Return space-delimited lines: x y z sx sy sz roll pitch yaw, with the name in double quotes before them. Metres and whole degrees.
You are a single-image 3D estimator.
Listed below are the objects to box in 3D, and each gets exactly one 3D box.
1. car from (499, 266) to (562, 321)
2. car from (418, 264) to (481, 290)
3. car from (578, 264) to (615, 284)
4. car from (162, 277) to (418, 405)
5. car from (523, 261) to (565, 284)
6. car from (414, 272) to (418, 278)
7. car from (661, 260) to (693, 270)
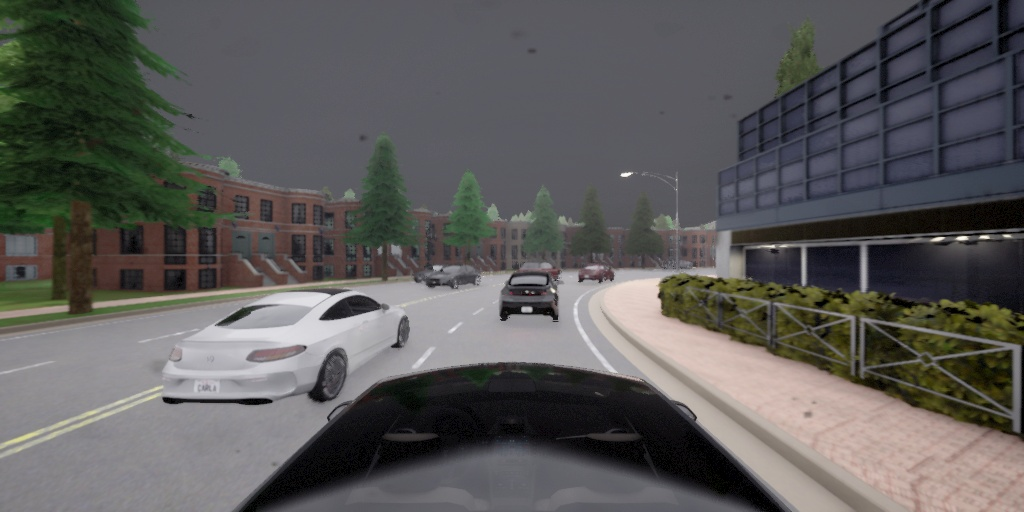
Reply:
"car" 0.747 1.287 12.641 1.837 1.490 4.892 0 0 8
"car" -3.728 1.319 23.524 1.837 1.490 4.892 -1 0 22
"car" 6.743 1.354 28.460 1.812 1.442 4.674 0 0 32
"car" -3.304 1.289 6.282 1.812 1.442 4.674 0 0 2
"car" 2.179 1.177 27.507 2.097 1.767 4.553 0 0 27
"car" -5.636 1.353 27.958 1.812 1.442 4.674 0 0 26
"car" 25.282 1.396 55.013 4.902 1.511 2.128 0 0 -17
